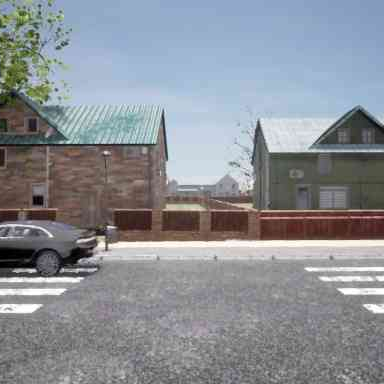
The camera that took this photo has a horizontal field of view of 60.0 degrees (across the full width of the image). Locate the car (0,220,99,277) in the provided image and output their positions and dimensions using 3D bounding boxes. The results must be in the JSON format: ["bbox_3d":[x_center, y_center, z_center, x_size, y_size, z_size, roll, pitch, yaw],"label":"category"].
[{"bbox_3d":[-5.307,1.626,10.006,4.902,1.511,2.128,-1,-1,1],"label":"car"}]
